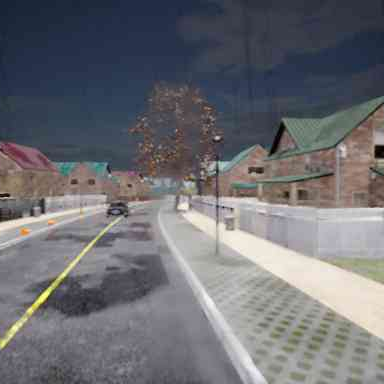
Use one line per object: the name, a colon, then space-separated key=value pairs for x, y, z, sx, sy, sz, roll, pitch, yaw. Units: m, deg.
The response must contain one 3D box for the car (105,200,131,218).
car: x=-6.497 y=1.490 z=29.721 sx=1.837 sy=1.490 sz=4.892 roll=0 pitch=0 yaw=-5
